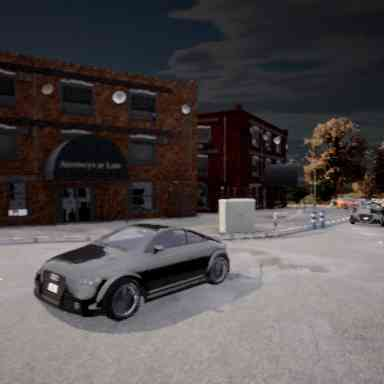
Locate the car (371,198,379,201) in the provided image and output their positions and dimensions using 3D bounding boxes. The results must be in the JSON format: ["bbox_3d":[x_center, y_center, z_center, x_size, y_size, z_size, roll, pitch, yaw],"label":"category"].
[{"bbox_3d":[25.653,1.650,45.525,2.231,1.521,4.892,0,0,4],"label":"car"}]

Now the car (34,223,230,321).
[{"bbox_3d":[-0.997,1.398,7.041,1.994,1.385,4.181,2,2,41],"label":"car"}]

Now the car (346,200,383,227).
[{"bbox_3d":[12.051,1.493,22.389,1.994,1.385,4.181,1,0,36],"label":"car"}]

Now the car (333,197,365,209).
[{"bbox_3d":[22.046,1.516,46.721,2.097,1.767,4.553,0,-1,6],"label":"car"}]

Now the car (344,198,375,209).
[{"bbox_3d":[25.735,1.703,51.203,2.097,1.535,5.008,0,0,-2],"label":"car"}]

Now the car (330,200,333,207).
[{"bbox_3d":[25.565,1.802,57.060,2.231,1.521,4.892,0,-2,-8],"label":"car"}]

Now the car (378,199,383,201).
[{"bbox_3d":[24.712,1.644,40.009,2.097,1.535,5.008,0,0,13],"label":"car"}]
